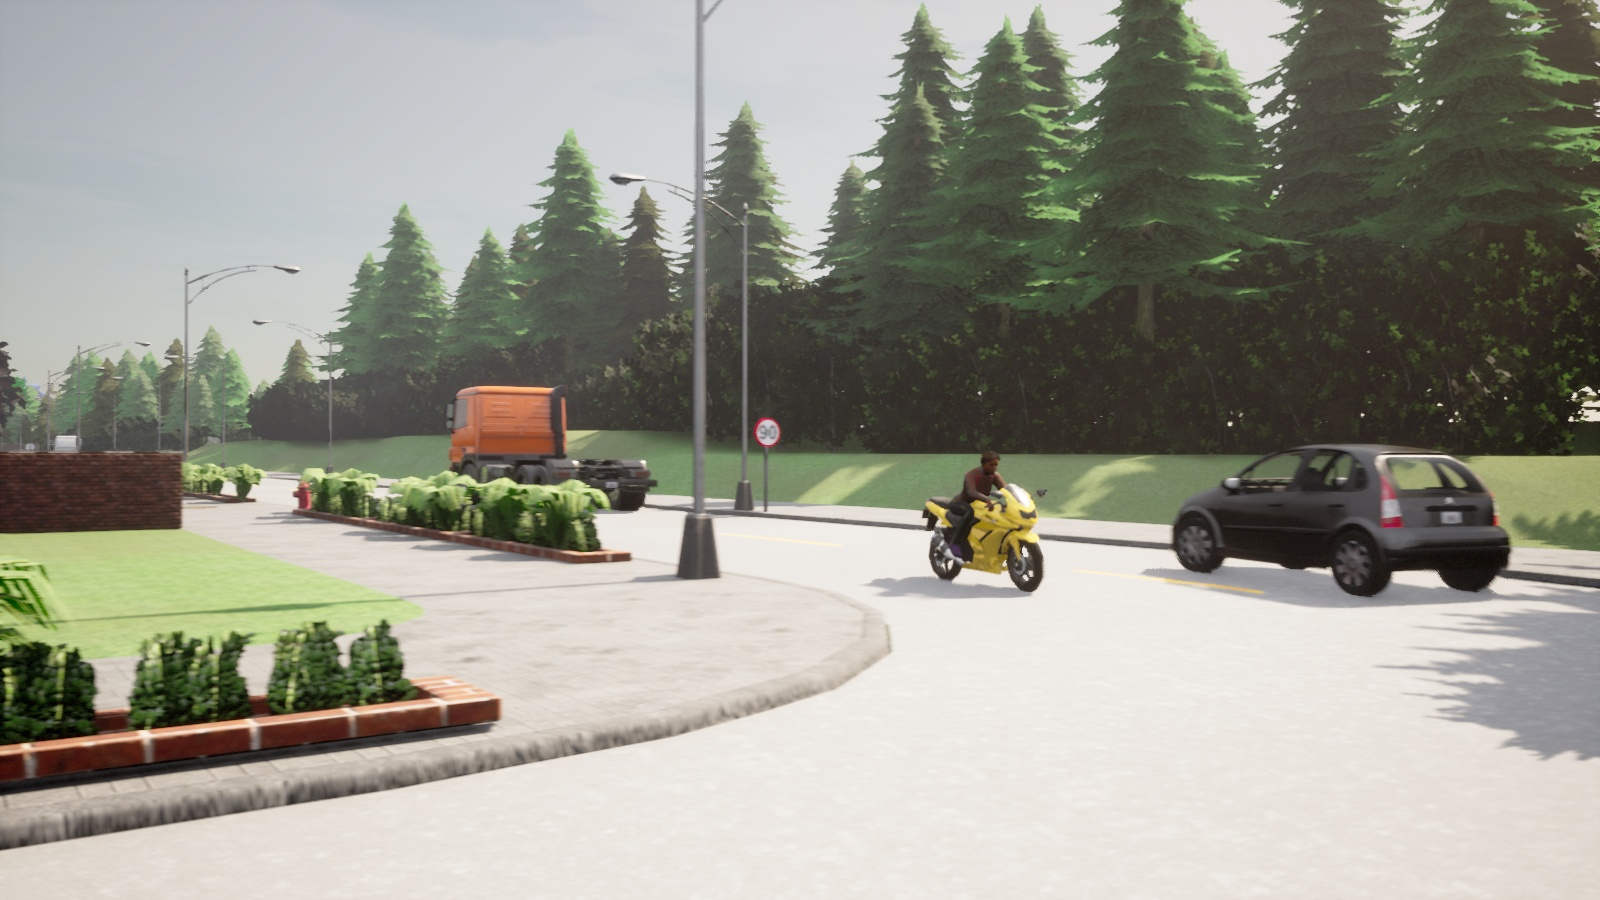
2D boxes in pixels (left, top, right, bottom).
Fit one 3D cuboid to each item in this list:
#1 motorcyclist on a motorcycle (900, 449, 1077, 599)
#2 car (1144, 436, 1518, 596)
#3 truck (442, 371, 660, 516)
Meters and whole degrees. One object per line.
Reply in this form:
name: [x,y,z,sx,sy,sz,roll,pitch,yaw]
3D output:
motorcyclist on a motorcycle: [2.042,0.758,13.912,0.797,1.523,2.044,-1,1,-30]
car: [6.039,0.668,14.824,1.851,1.617,3.988,0,0,-20]
truck: [-6.995,-0.138,34.165,2.891,3.462,7.936,0,0,-35]
